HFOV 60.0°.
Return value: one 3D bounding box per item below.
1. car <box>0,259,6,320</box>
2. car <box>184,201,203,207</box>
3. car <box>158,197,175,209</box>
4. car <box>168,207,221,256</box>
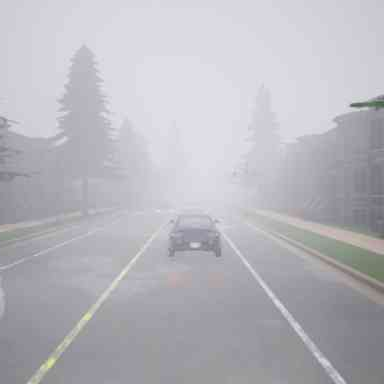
[{"bbox_3d":[-3.598,1.221,2.228,2.150,2.045,5.566,0,0,0],"label":"car"},{"bbox_3d":[0.110,1.591,33.029,1.895,1.301,4.718,0,0,0],"label":"car"},{"bbox_3d":[-3.362,1.464,44.120,1.882,1.535,5.008,0,0,3],"label":"car"},{"bbox_3d":[0.092,1.522,12.950,1.812,1.442,4.674,0,0,0],"label":"car"}]
